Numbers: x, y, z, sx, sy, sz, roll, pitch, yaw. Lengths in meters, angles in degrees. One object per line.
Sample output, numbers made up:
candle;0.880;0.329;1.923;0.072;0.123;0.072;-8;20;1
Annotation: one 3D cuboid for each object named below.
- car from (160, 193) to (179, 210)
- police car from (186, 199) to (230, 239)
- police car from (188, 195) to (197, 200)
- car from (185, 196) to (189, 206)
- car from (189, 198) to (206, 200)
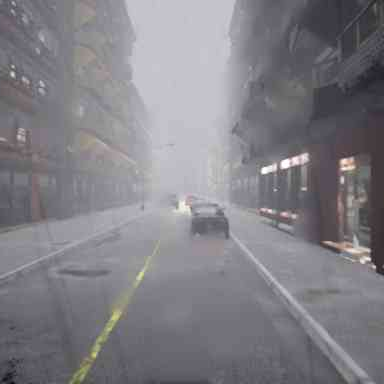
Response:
car;-2.826;1.196;43.356;2.150;2.045;5.566;0;0;0
police car;0.828;1.410;17.417;1.930;1.638;5.238;0;0;0
police car;0.831;1.400;33.417;1.930;1.638;5.238;0;0;0
car;0.009;1.325;52.836;2.097;1.767;4.553;0;0;0
car;0.829;1.483;27.308;1.837;1.490;4.892;0;0;0
